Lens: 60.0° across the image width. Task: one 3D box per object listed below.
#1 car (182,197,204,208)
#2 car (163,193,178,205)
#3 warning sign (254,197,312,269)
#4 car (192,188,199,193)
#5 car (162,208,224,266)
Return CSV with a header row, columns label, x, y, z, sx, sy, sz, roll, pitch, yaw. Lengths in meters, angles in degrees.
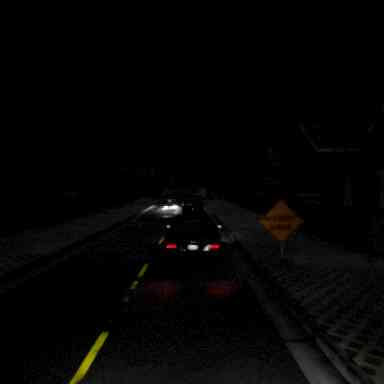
label,x,y,z,sx,sy,sz,roll,pitch,yaw
car,0.072,1.220,31.263,2.128,1.511,4.902,0,1,0
car,-2.860,0.907,44.746,2.128,1.511,4.902,0,2,0
warning sign,2.498,1.092,9.293,1.300,1.860,1.060,-1,-1,0
car,0.928,-0.414,89.284,1.812,1.442,4.674,0,2,0
car,0.058,1.512,11.421,2.033,1.411,5.357,0,0,1
